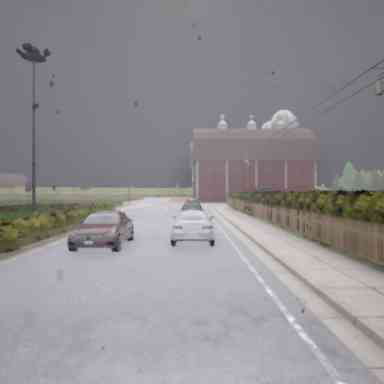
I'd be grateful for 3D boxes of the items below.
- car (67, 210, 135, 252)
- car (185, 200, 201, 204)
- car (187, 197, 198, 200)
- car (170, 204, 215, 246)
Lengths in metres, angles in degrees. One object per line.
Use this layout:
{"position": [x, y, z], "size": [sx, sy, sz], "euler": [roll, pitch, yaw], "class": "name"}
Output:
{"position": [-3.574, 1.504, 13.858], "size": [1.812, 1.442, 4.674], "euler": [0, 0, 0], "class": "car"}
{"position": [0.008, 1.561, 26.105], "size": [1.895, 1.301, 4.718], "euler": [0, 0, 0], "class": "car"}
{"position": [0.107, 1.425, 42.949], "size": [2.128, 1.511, 4.902], "euler": [0, 0, 1], "class": "car"}
{"position": [0.049, 1.502, 15.054], "size": [1.812, 1.442, 4.674], "euler": [0, 0, 1], "class": "car"}
